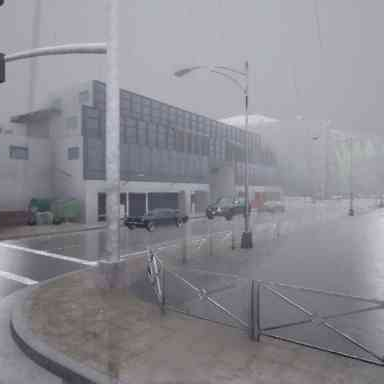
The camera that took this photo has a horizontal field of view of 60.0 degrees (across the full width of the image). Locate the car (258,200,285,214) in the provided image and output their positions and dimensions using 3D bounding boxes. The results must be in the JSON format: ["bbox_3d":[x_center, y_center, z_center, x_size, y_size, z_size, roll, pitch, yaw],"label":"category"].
[{"bbox_3d":[9.201,1.701,38.256,1.812,1.442,4.674,0,0,36],"label":"car"}]

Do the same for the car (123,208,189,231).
[{"bbox_3d":[-2.303,1.777,22.153,1.895,1.301,4.718,0,0,35],"label":"car"}]

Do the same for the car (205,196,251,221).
[{"bbox_3d":[3.427,1.397,30.183,2.150,2.045,5.566,0,0,36],"label":"car"}]
